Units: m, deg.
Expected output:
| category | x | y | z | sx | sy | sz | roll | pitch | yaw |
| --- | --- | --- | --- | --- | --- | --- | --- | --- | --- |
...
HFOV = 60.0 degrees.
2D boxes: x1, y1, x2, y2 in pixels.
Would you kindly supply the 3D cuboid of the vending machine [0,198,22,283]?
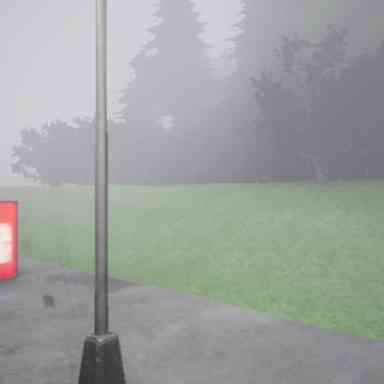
| category | x | y | z | sx | sy | sz | roll | pitch | yaw |
| --- | --- | --- | --- | --- | --- | --- | --- | --- | --- |
| vending machine | -5.120 | 1.207 | 8.509 | 0.880 | 2.100 | 1.100 | 0 | 0 | 36 |
